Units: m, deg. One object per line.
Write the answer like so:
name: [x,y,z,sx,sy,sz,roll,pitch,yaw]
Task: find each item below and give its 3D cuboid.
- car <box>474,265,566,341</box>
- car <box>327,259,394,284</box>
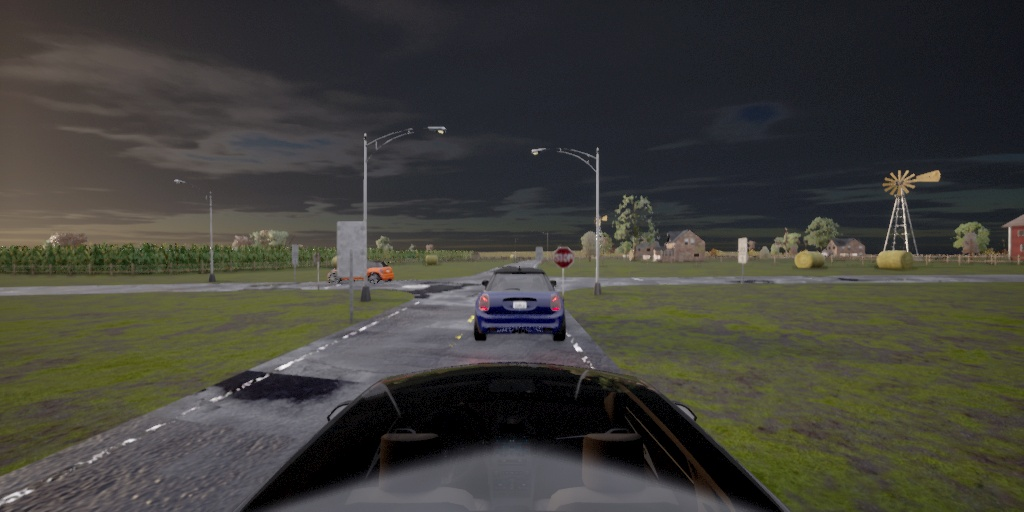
car: [0.197,1.089,9.959,2.097,1.767,4.553,0,0,1]
car: [-11.315,1.148,26.794,4.553,1.767,2.097,0,1,7]
